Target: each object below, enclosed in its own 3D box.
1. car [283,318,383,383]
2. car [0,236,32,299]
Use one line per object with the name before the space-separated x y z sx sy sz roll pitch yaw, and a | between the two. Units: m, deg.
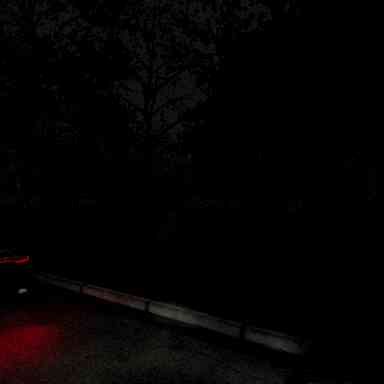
car | 2.622 1.351 1.494 4.553 1.767 2.097 0 0 36
car | -5.563 1.488 7.395 5.008 1.535 1.882 0 0 36
